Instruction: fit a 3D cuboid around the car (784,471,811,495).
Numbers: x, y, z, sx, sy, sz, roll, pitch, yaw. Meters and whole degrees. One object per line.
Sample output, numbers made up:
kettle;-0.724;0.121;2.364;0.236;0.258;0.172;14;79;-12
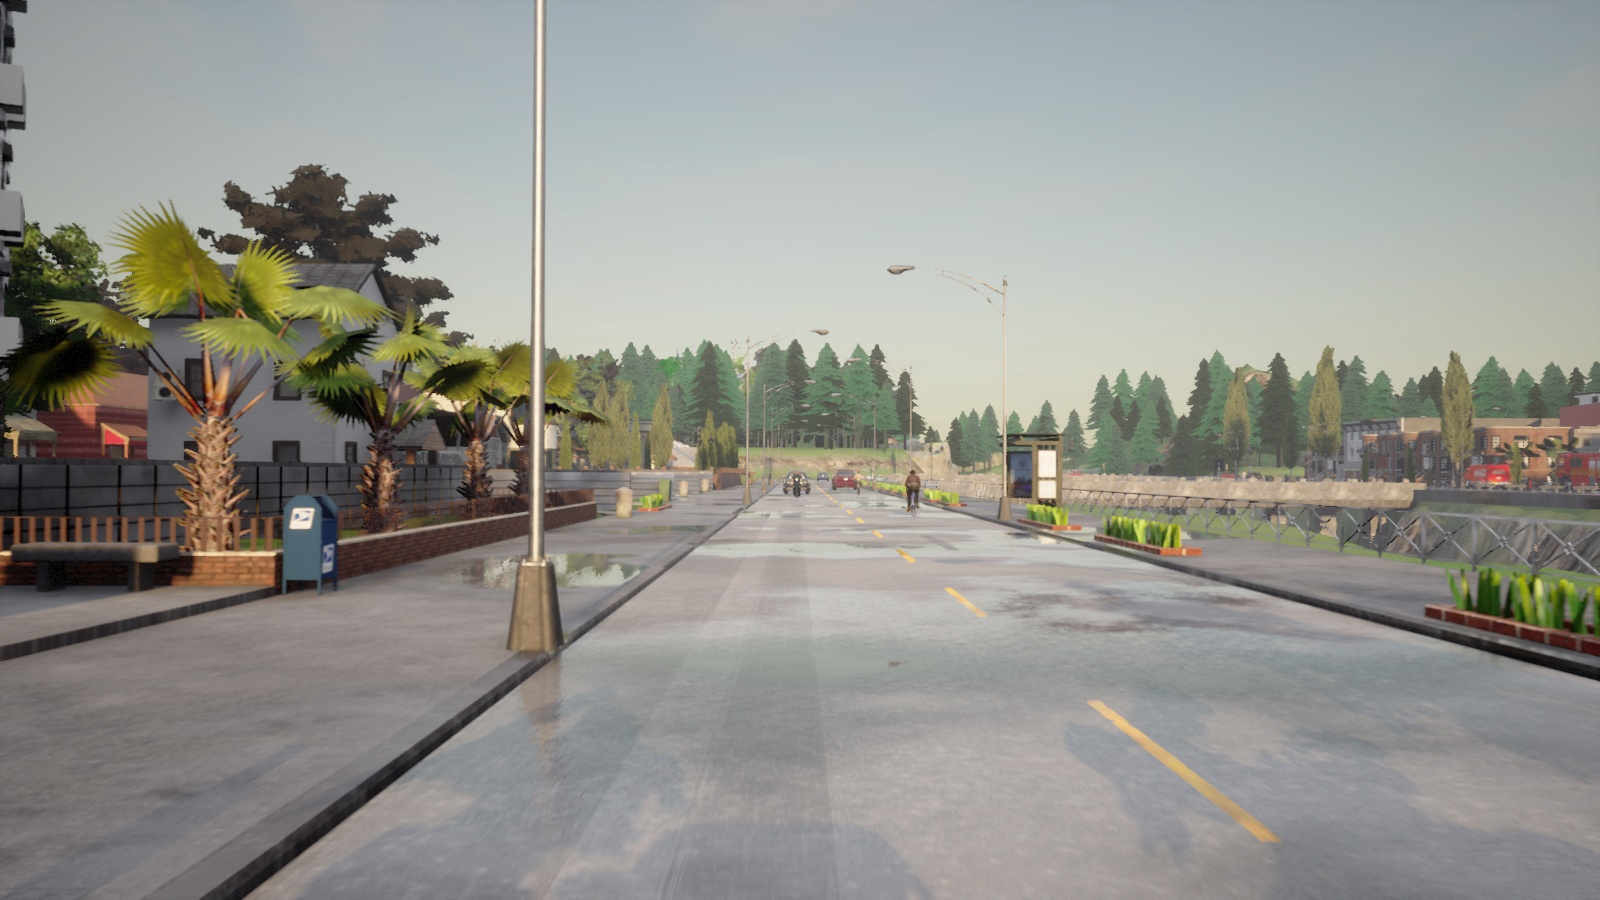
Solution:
car;-0.200;2.220;85.170;1.789;1.549;3.705;0;-1;0
